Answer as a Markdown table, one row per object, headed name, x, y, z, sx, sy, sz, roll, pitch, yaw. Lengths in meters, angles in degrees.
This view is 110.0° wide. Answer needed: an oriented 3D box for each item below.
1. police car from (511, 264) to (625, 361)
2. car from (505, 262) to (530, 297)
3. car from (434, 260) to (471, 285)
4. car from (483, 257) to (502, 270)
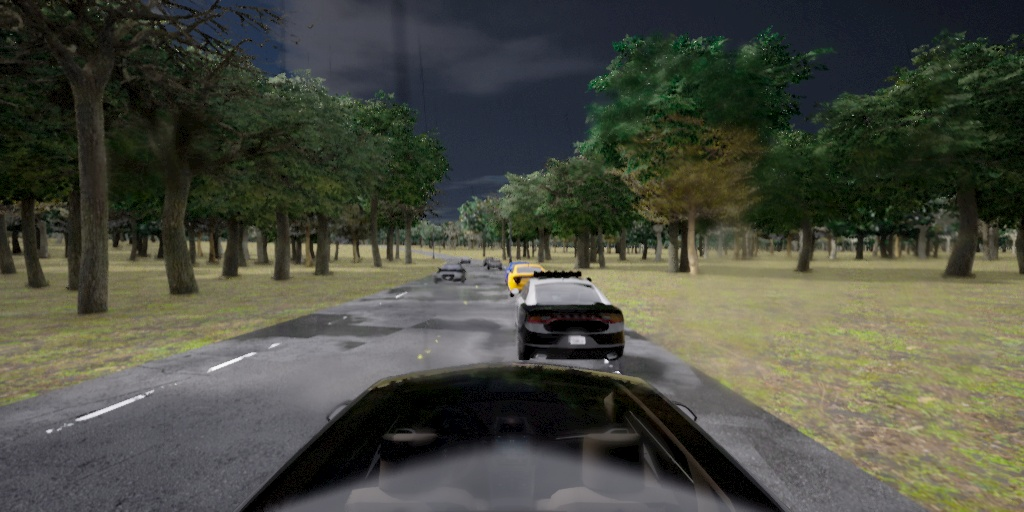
| name | x | y | z | sx | sy | sz | roll | pitch | yaw |
| --- | --- | --- | --- | --- | --- | --- | --- | --- | --- |
| police car | 1.031 | 1.155 | 8.381 | 1.930 | 1.638 | 5.238 | 0 | 0 | -1 |
| car | 0.776 | 1.169 | 18.338 | 1.882 | 1.535 | 5.008 | 0 | 0 | -2 |
| car | -4.250 | 1.225 | 25.385 | 1.994 | 1.385 | 4.181 | 0 | 0 | -3 |
| car | -2.352 | 1.022 | 47.492 | 2.128 | 1.511 | 4.902 | 0 | 0 | -6 |
